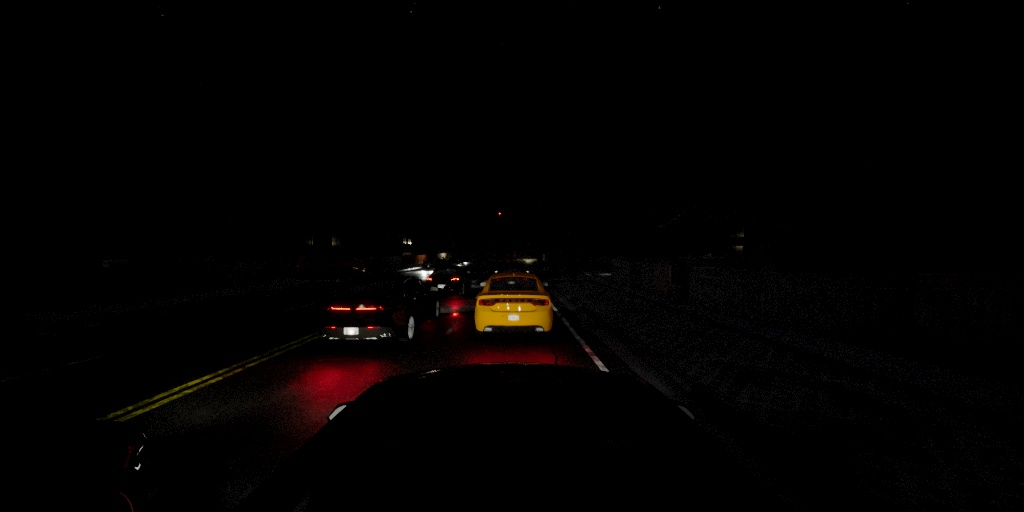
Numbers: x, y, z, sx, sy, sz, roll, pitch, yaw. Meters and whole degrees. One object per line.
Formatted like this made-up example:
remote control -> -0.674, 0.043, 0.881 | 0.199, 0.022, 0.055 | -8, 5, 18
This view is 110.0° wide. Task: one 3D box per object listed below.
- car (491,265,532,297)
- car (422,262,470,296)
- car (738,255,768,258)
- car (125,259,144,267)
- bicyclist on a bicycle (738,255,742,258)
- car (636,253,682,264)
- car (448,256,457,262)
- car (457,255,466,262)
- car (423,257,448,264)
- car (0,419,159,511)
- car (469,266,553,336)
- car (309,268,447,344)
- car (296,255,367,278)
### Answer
car -> -0.002, 1.247, 19.332 | 1.994, 1.385, 4.181 | 0, 0, 1
car -> -3.257, 1.212, 18.866 | 1.812, 1.442, 4.674 | 0, 0, 1
car -> 22.751, 0.735, 34.760 | 4.553, 1.767, 2.097 | 0, 1, -2
car -> -31.715, 1.174, 31.543 | 4.553, 1.767, 2.097 | 0, 1, 4
bicyclist on a bicycle -> 18.391, 0.782, 28.771 | 0.582, 1.620, 1.656 | 0, 0, -2
car -> 13.528, 0.711, 31.538 | 5.566, 2.045, 2.150 | 0, 1, -2
car -> -9.963, 0.905, 54.306 | 1.994, 1.385, 4.181 | 0, 1, 0
car -> -9.949, 0.656, 63.912 | 1.882, 1.535, 5.008 | 0, 1, 0
car -> -9.943, 0.932, 45.122 | 2.128, 1.511, 4.902 | 0, 1, 0
car -> -3.148, 1.228, 0.147 | 1.882, 1.535, 5.008 | 0, 0, 0
car -> 0.058, 1.209, 10.443 | 1.882, 1.535, 5.008 | 0, 0, 0
car -> -3.194, 1.239, 9.557 | 1.837, 1.490, 4.892 | 0, 0, 0
car -> -15.583, 0.937, 30.989 | 5.566, 2.045, 2.150 | 0, 1, 1
